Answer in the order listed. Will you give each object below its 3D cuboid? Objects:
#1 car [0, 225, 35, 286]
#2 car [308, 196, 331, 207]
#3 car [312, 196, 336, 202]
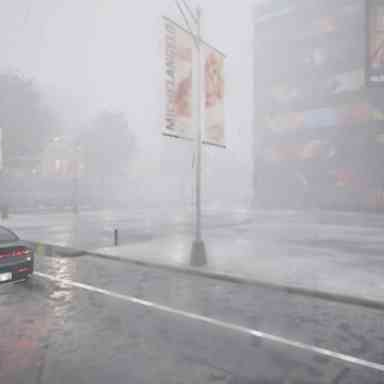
[{"bbox_3d":[-5.842,1.506,8.324,4.892,1.490,1.837,0,0,36],"label":"car"},{"bbox_3d":[20.181,1.444,52.623,2.161,1.482,4.786,0,0,36],"label":"car"},{"bbox_3d":[16.278,1.344,40.354,2.002,1.452,4.674,0,0,36],"label":"car"}]
